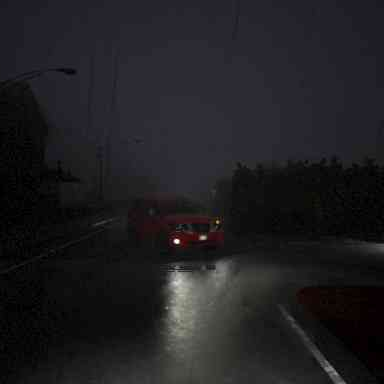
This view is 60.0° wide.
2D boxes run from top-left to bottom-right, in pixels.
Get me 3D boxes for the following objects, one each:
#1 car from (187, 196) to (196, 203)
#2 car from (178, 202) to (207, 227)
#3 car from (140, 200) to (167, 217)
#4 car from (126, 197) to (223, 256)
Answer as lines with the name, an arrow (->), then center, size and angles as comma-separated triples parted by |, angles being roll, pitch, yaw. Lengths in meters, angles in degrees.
car -> -0.161, 1.606, 69.612 | 1.895, 1.301, 4.718 | 0, 0, 0
car -> 0.014, 1.507, 23.672 | 1.837, 1.490, 4.892 | 0, 0, 0
car -> -3.620, 1.550, 32.266 | 2.033, 1.411, 5.357 | 0, 0, 0
car -> -0.996, 1.225, 13.779 | 2.150, 2.045, 5.566 | 0, 0, -30
